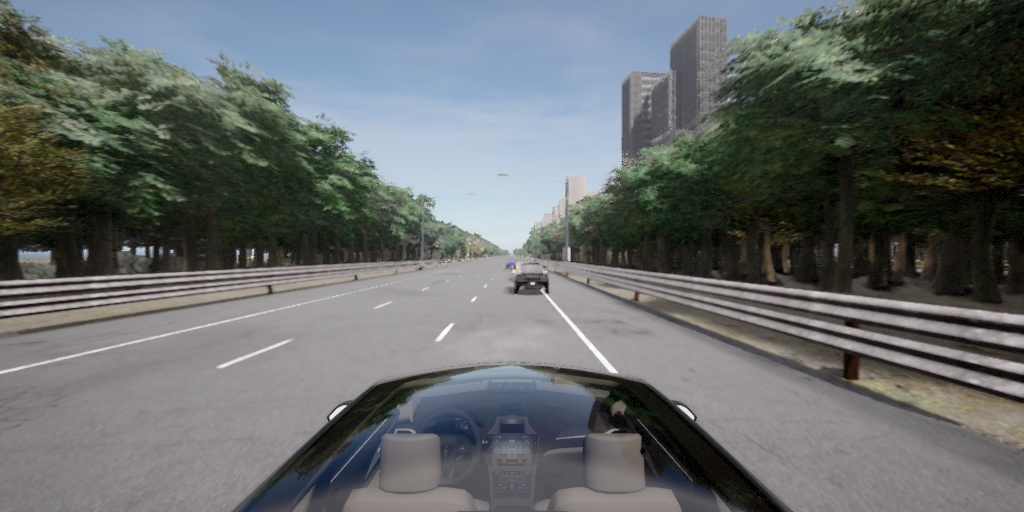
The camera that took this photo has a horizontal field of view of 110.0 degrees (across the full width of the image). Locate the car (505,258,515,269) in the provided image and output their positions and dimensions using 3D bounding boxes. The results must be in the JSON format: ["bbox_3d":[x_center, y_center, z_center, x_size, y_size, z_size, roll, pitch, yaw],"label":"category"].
[{"bbox_3d":[-0.020,1.297,57.168,1.812,1.442,4.674,0,0,0],"label":"car"}]

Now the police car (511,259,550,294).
[{"bbox_3d":[1.041,1.180,20.669,1.930,1.638,5.238,0,0,0],"label":"police car"}]
